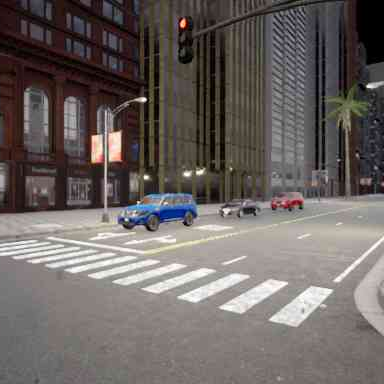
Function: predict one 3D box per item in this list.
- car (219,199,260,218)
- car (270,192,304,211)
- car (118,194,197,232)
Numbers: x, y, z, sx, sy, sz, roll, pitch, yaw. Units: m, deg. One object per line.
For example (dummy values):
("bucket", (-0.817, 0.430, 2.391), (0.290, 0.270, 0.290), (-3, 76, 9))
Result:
("car", (4.149, 1.356, 28.386), (2.128, 1.511, 4.902), (0, 0, 36))
("car", (10.793, 1.042, 37.387), (2.150, 2.045, 5.566), (0, 0, 37))
("car", (-1.888, 1.135, 20.176), (2.150, 2.045, 5.566), (0, 0, 36))
